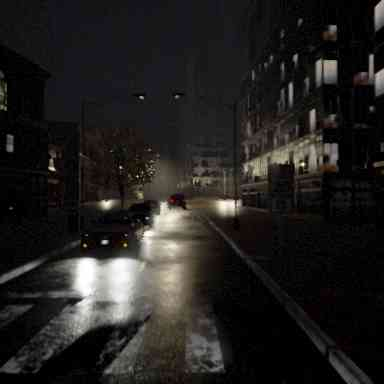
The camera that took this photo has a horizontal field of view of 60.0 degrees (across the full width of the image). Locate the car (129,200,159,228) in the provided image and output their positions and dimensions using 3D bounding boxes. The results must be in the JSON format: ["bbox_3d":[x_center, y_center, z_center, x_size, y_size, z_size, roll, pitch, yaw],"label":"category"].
[{"bbox_3d":[-3.429,1.503,22.383,1.837,1.490,4.892,0,0,-3],"label":"car"}]

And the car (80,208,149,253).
[{"bbox_3d":[-3.098,1.564,13.661,1.994,1.385,4.181,0,0,-1],"label":"car"}]

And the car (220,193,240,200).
[{"bbox_3d":[9.433,1.184,83.605,5.009,1.841,2.192,0,-1,11],"label":"car"}]

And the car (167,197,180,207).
[{"bbox_3d":[-2.962,1.518,53.400,1.812,1.442,4.674,0,0,-7],"label":"car"}]

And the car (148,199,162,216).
[{"bbox_3d":[-4.000,1.501,32.728,1.837,1.490,4.892,0,0,-3],"label":"car"}]

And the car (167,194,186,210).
[{"bbox_3d":[-1.943,1.217,43.069,2.150,2.045,5.566,0,0,-6],"label":"car"}]
